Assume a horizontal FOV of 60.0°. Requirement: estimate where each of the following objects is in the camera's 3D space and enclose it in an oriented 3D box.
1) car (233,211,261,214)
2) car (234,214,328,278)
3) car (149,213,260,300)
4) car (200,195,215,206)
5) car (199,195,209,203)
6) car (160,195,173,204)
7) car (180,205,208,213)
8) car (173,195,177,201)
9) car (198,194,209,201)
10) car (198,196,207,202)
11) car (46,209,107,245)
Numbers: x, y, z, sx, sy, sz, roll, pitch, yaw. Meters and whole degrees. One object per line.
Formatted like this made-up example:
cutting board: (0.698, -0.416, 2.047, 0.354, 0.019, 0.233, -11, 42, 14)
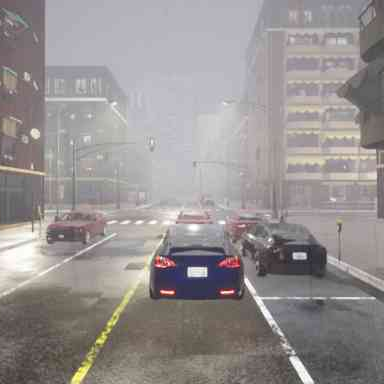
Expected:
car: (2.576, 1.548, 15.700, 1.887, 1.381, 4.507, 1, 0, 0)
car: (2.575, 1.568, 10.030, 1.947, 1.339, 4.313, 1, 0, 0)
car: (0.102, 1.505, 8.413, 2.163, 1.488, 4.792, 0, 0, 0)
car: (2.711, 1.572, 53.757, 1.887, 1.381, 4.507, 1, 0, 0)
car: (2.585, 1.487, 70.826, 1.967, 1.590, 4.097, 1, 0, 0)
car: (-5.313, 1.591, 65.126, 2.008, 1.369, 4.403, 1, 0, 0)
car: (0.097, 1.605, 18.136, 1.895, 1.301, 4.718, 0, 0, 0)
car: (-5.294, 1.615, 87.884, 1.887, 1.381, 4.507, 1, 0, 0)
car: (2.618, 1.353, 63.702, 2.192, 1.841, 5.009, 1, 0, 0)
car: (2.586, 1.628, 82.205, 1.947, 1.339, 4.313, 1, 0, 0)
car: (-5.271, 1.548, 15.674, 1.887, 1.381, 4.507, 1, 0, 0)
